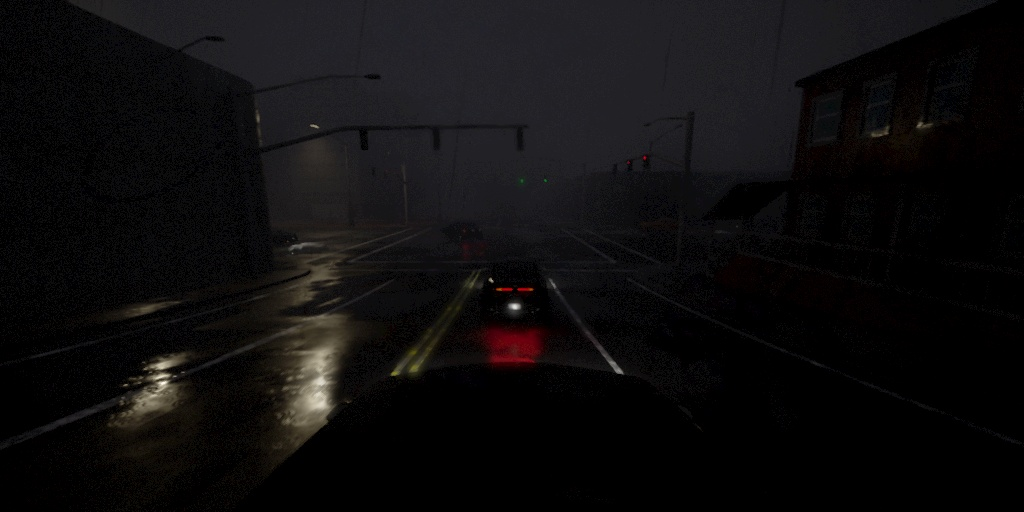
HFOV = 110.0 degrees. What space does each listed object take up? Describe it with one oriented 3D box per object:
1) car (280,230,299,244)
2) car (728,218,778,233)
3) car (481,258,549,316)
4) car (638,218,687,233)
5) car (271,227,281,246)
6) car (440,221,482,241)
[{"bbox_3d":[-19.470,-1.590,28.644,4.181,1.385,1.994,0,9,0],"label":"car"},{"bbox_3d":[26.249,-3.367,39.107,4.892,1.490,1.837,0,9,0],"label":"car"},{"bbox_3d":[0.077,0.809,11.378,1.837,1.490,4.892,0,5,0],"label":"car"},{"bbox_3d":[16.360,-3.398,39.119,5.008,1.535,1.882,0,9,0],"label":"car"},{"bbox_3d":[-19.993,-1.361,25.142,5.566,2.045,2.150,0,9,0],"label":"car"},{"bbox_3d":[-4.704,-2.426,32.430,2.097,1.767,4.553,-8,12,-38],"label":"car"}]
